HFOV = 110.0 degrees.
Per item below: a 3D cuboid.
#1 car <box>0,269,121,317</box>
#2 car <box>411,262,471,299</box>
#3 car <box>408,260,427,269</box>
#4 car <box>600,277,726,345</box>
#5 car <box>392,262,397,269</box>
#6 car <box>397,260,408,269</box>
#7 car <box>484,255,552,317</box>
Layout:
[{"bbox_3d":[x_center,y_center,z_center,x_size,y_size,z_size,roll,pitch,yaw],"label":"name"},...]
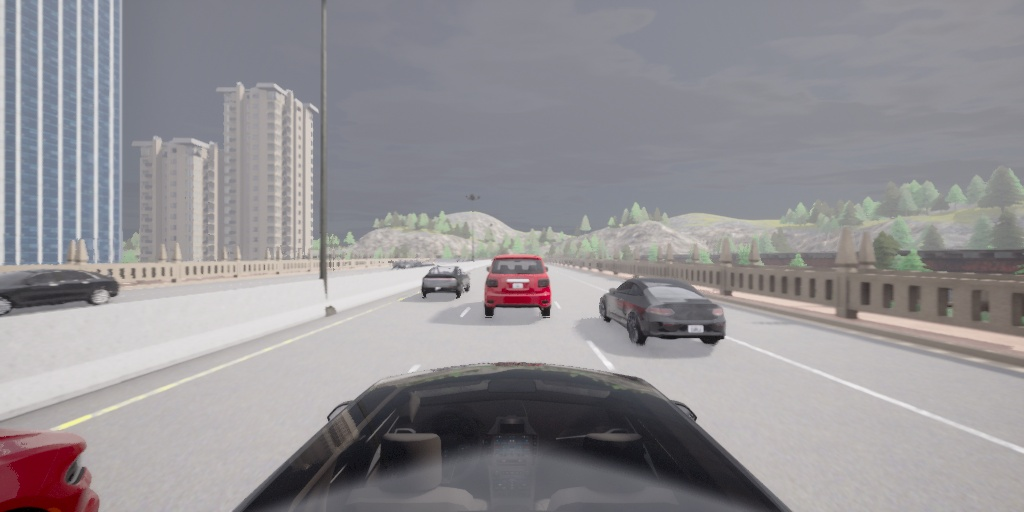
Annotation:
[{"bbox_3d":[-17.513,1.245,13.084,1.837,1.490,4.892,0,0,1],"label":"car"},{"bbox_3d":[-3.262,1.246,18.305,2.128,1.511,4.902,0,0,1],"label":"car"},{"bbox_3d":[-10.235,1.359,41.756,1.895,1.301,4.718,0,0,1],"label":"car"},{"bbox_3d":[3.662,1.282,9.415,1.812,1.442,4.674,0,0,0],"label":"car"},{"bbox_3d":[-17.065,1.326,55.657,1.994,1.385,4.181,0,0,1],"label":"car"},{"bbox_3d":[-13.639,1.253,49.577,2.128,1.511,4.902,0,0,1],"label":"car"},{"bbox_3d":[0.192,0.976,13.284,2.150,2.045,5.566,0,0,0],"label":"car"}]
